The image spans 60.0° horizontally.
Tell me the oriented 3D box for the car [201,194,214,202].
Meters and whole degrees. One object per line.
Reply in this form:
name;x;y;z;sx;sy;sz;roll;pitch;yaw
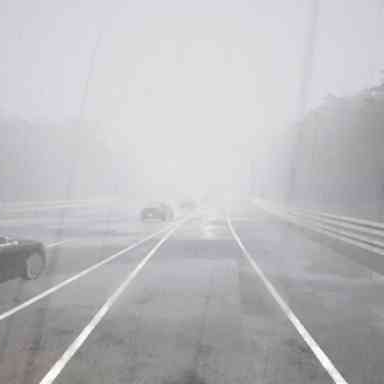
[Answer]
car;3.041;1.458;72.835;2.128;1.511;4.902;0;0;7

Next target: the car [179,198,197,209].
car;-0.513;1.494;43.897;1.812;1.442;4.674;0;0;7

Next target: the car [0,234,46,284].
car;-5.040;1.484;7.045;2.128;1.511;4.902;0;0;7

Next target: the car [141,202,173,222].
car;-2.710;1.511;26.013;1.812;1.442;4.674;0;0;7
